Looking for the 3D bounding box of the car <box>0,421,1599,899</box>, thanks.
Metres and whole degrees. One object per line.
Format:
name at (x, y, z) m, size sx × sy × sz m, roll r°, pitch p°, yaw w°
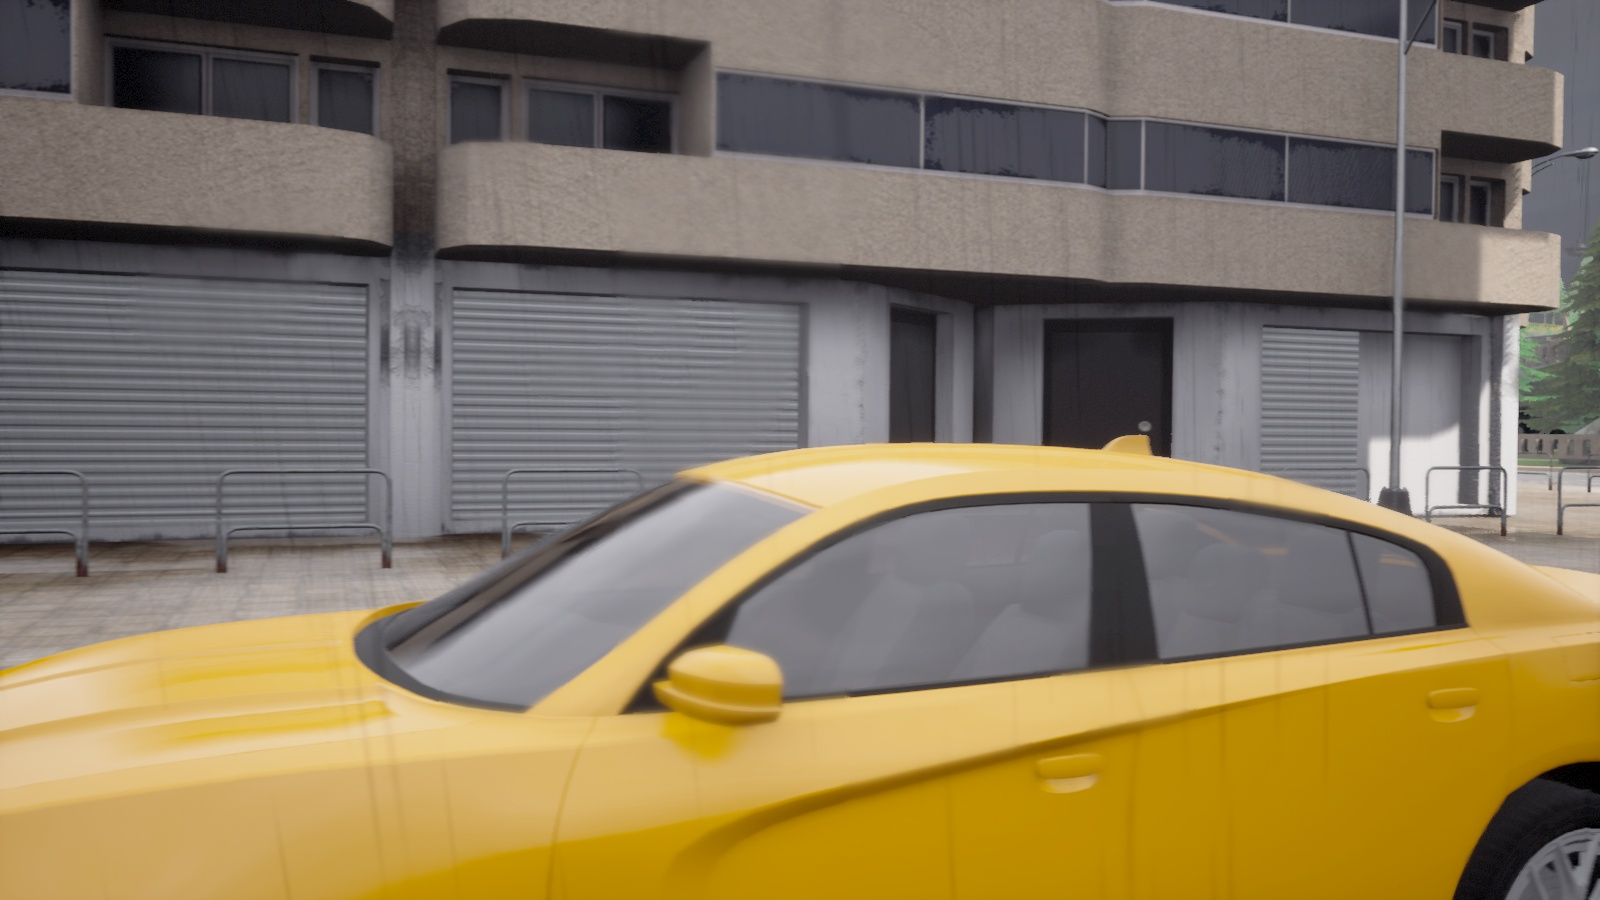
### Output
car at (0.138, 0.718, 3.291) m, size 5.008 × 1.535 × 1.882 m, roll -1°, pitch 1°, yaw -21°
